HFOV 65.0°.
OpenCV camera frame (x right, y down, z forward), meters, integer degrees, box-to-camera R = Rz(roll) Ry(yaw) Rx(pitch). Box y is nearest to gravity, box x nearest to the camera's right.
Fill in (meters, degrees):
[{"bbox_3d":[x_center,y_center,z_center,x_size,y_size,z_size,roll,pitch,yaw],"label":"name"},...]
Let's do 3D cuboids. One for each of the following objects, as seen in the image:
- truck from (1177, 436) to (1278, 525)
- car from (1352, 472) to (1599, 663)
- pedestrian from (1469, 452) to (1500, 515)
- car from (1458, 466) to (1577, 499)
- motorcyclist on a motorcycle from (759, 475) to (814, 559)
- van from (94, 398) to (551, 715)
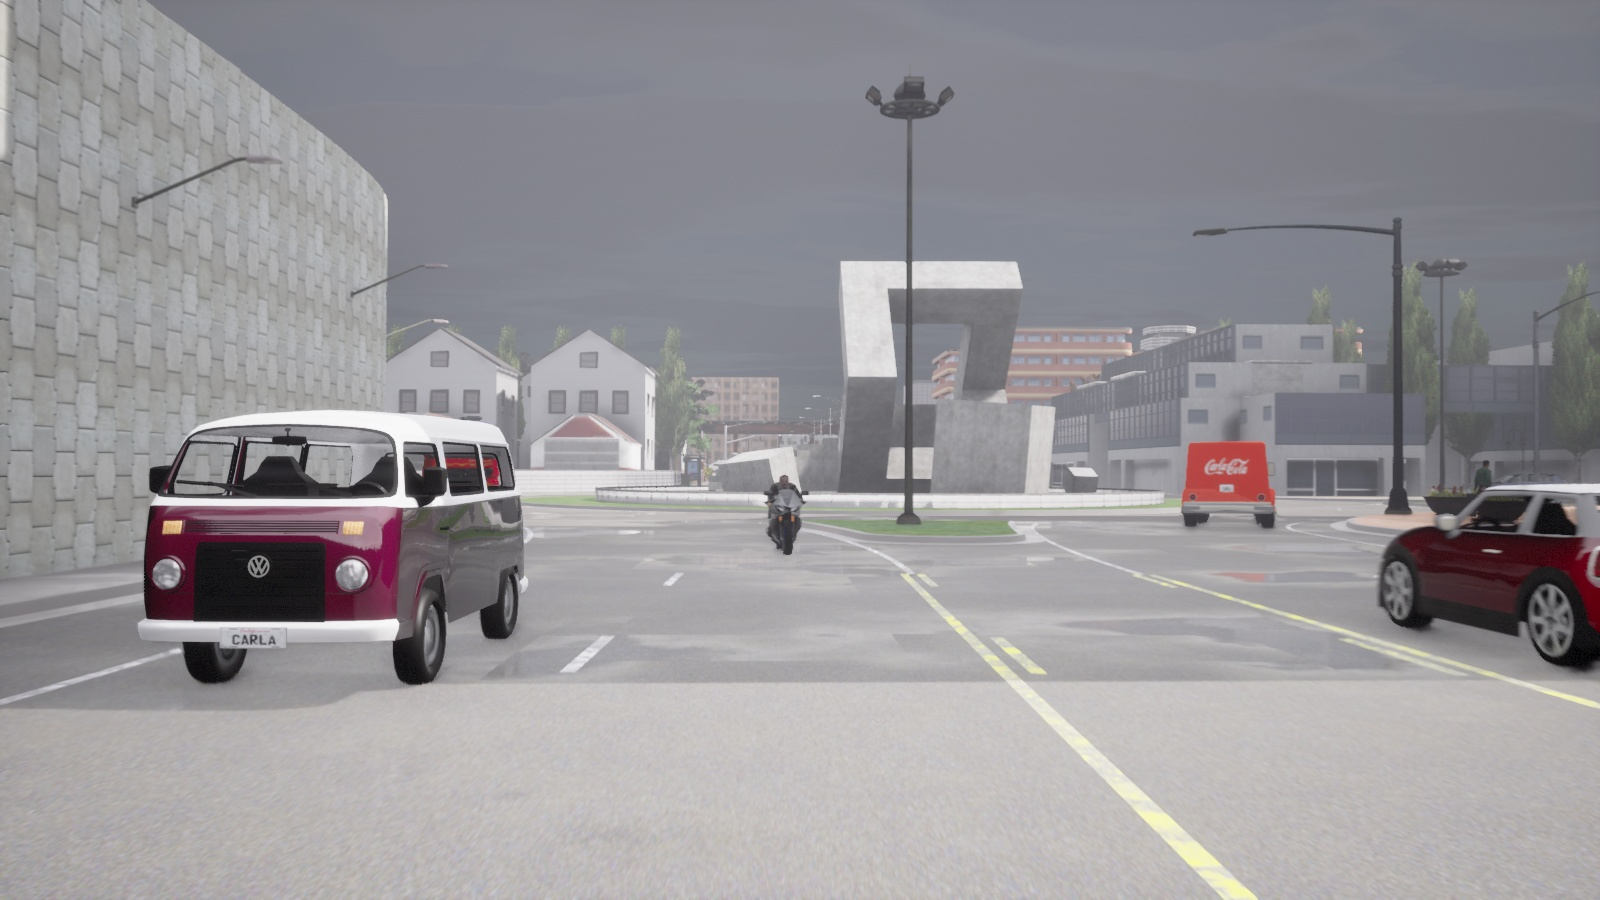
[{"bbox_3d":[12.949,0.908,37.809,2.627,2.467,5.204,-1,-1,21],"label":"truck"},{"bbox_3d":[6.971,0.948,11.688,1.970,1.475,3.806,0,-1,0],"label":"car"},{"bbox_3d":[21.323,1.039,39.116,0.788,1.949,0.423,0,-1,-19],"label":"pedestrian"},{"bbox_3d":[36.832,1.678,64.569,4.856,1.649,2.033,0,-1,8],"label":"car"},{"bbox_3d":[-0.289,1.255,24.142,0.866,1.530,2.191,0,-1,-6],"label":"motorcyclist on a motorcycle"},{"bbox_3d":[-3.526,0.726,10.359,2.069,2.038,4.480,0,-1,0],"label":"van"}]
